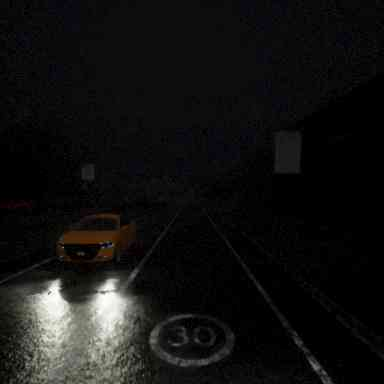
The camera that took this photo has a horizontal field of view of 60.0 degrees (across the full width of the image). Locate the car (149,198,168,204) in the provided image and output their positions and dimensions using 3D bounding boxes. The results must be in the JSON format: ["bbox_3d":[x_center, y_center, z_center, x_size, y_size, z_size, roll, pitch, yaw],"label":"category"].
[{"bbox_3d":[-8.910,2.431,88.990,4.792,1.488,2.163,0,-1,0],"label":"car"}]

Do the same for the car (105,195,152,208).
[{"bbox_3d":[-8.874,1.500,46.954,5.566,2.045,2.435,0,-1,0],"label":"car"}]

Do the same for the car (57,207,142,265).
[{"bbox_3d":[-3.250,1.546,12.222,1.882,1.535,5.008,0,0,0],"label":"car"}]

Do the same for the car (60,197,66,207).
[{"bbox_3d":[-21.926,1.824,49.750,4.674,1.452,2.002,0,-1,0],"label":"car"}]

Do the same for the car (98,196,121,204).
[{"bbox_3d":[-21.932,2.144,88.613,5.566,2.045,2.435,0,-1,0],"label":"car"}]

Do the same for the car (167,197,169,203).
[{"bbox_3d":[-8.868,2.298,83.389,5.008,1.535,2.097,0,-1,0],"label":"car"}]

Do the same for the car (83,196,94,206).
[{"bbox_3d":[-21.926,2.023,63.670,4.674,1.452,2.002,0,-1,0],"label":"car"}]

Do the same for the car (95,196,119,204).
[{"bbox_3d":[-21.928,2.095,85.952,5.566,2.045,2.435,0,-1,0],"label":"car"}]

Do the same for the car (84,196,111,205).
[{"bbox_3d":[-21.917,1.949,77.597,5.566,2.045,2.435,0,-1,0],"label":"car"}]

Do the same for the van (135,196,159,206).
[{"bbox_3d":[-8.968,1.801,66.574,4.442,1.987,1.878,0,-1,0],"label":"van"}]

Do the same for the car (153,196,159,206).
[{"bbox_3d":[-8.872,1.606,55.364,5.566,2.045,2.435,0,-1,0],"label":"car"}]

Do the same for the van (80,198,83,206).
[{"bbox_3d":[-22.040,1.671,58.102,4.442,1.987,1.878,0,-1,0],"label":"van"}]

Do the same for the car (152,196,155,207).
[{"bbox_3d":[-8.850,1.818,52.556,4.892,1.521,2.231,0,-1,0],"label":"car"}]

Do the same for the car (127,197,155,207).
[{"bbox_3d":[-8.813,1.771,58.163,4.553,1.767,2.185,0,-1,0],"label":"car"}]

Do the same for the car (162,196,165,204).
[{"bbox_3d":[-8.849,2.070,69.374,5.008,1.535,2.097,0,-1,0],"label":"car"}]

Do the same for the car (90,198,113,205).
[{"bbox_3d":[-21.944,2.248,80.379,5.008,1.535,2.097,0,-1,0],"label":"car"}]

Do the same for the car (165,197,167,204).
[{"bbox_3d":[-8.887,1.862,72.181,5.566,2.045,2.435,0,-1,0],"label":"car"}]

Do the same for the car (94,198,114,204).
[{"bbox_3d":[-21.950,2.333,83.039,4.674,1.452,2.002,0,-1,0],"label":"car"}]

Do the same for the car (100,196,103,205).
[{"bbox_3d":[-21.929,2.069,69.241,5.008,1.535,2.097,0,-1,0],"label":"car"}]

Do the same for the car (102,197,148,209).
[{"bbox_3d":[-8.841,1.724,44.151,4.892,1.521,2.231,0,-1,0],"label":"car"}]

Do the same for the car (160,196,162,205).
[{"bbox_3d":[-8.843,1.985,63.768,4.892,1.521,2.231,0,-1,0],"label":"car"}]

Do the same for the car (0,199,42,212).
[{"bbox_3d":[-21.924,1.698,41.396,5.008,1.535,2.097,0,0,0],"label":"car"}]

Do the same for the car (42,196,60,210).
[{"bbox_3d":[-21.930,1.751,46.964,5.008,1.535,2.097,0,-1,0],"label":"car"}]

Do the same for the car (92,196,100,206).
[{"bbox_3d":[-21.745,2.023,66.455,5.366,1.575,1.946,0,-1,0],"label":"car"}]

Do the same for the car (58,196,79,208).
[{"bbox_3d":[-21.892,1.731,55.320,4.553,1.767,2.185,0,-1,0],"label":"car"}]

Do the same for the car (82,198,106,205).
[{"bbox_3d":[-21.970,2.185,74.810,4.792,1.488,2.163,0,-1,0],"label":"car"}]
